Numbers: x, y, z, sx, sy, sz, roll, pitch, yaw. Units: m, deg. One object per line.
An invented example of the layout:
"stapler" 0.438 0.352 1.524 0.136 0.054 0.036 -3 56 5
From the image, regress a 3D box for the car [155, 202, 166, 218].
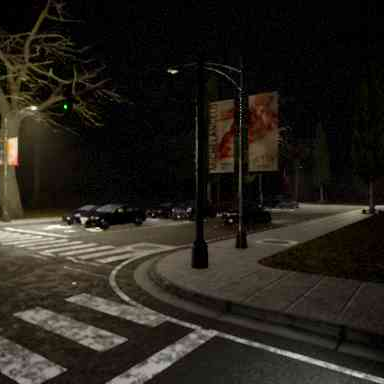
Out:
"car" -1.957 1.663 31.908 2.033 1.411 5.357 0 0 35

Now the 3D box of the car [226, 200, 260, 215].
"car" 5.824 1.676 37.325 1.837 1.490 4.892 0 0 35

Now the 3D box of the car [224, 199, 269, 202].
"car" 5.003 1.668 30.193 1.812 1.442 4.674 0 0 35

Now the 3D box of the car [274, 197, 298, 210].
"car" 14.348 1.804 49.312 1.812 1.442 4.674 0 -1 36

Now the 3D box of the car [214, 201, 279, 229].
"car" 3.860 1.606 22.895 2.128 1.511 4.902 0 0 35

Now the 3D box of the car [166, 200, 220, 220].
"car" 0.174 1.469 29.298 2.097 1.767 4.553 0 0 35

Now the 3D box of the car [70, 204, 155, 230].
"car" -5.074 1.563 21.840 2.128 1.511 4.902 0 0 35

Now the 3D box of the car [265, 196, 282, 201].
"car" 12.760 1.606 52.671 2.150 2.045 5.566 0 0 35

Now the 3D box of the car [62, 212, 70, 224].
"car" -7.285 1.633 24.360 1.994 1.385 4.181 0 0 36
